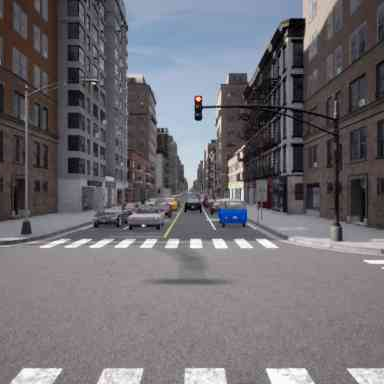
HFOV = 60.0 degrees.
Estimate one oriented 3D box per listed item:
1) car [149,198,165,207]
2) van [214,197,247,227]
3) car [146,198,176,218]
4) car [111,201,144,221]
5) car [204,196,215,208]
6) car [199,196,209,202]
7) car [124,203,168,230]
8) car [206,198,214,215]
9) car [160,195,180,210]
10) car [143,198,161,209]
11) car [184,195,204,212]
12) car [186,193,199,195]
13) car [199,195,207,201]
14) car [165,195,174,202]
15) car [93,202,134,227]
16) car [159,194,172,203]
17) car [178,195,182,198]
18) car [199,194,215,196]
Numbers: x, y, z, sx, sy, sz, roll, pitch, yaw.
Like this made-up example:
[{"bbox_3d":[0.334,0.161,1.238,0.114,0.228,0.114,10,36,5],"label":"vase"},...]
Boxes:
[{"bbox_3d":[-5.347,1.556,50.858,1.947,1.339,4.313,0,0,0],"label":"car"},{"bbox_3d":[2.655,1.340,22.450,1.690,1.788,3.998,0,0,0],"label":"van"},{"bbox_3d":[-2.822,1.562,30.299,1.994,1.385,4.181,0,0,0],"label":"car"},{"bbox_3d":[-5.365,1.543,28.130,1.887,1.381,4.507,0,0,0],"label":"car"},{"bbox_3d":[2.674,1.576,45.176,1.802,1.307,4.206,0,0,0],"label":"car"},{"bbox_3d":[2.696,1.524,73.582,2.008,1.369,4.403,0,0,0],"label":"car"},{"bbox_3d":[-2.803,1.600,21.155,1.895,1.301,4.718,0,0,-1],"label":"car"},{"bbox_3d":[2.664,1.580,33.813,1.802,1.307,4.206,0,0,0],"label":"car"},{"bbox_3d":[-2.811,1.474,39.946,1.882,1.535,5.008,0,0,0],"label":"car"},{"bbox_3d":[-5.352,1.520,45.006,1.752,1.417,4.829,0,0,0],"label":"car"},{"bbox_3d":[0.127,1.475,38.314,1.882,1.535,5.008,0,0,0],"label":"car"},{"bbox_3d":[0.150,1.469,66.181,2.128,1.511,4.902,0,0,0],"label":"car"},{"bbox_3d":[2.706,1.531,84.945,1.947,1.339,4.313,0,0,0],"label":"car"},{"bbox_3d":[-5.324,1.410,79.266,1.967,1.590,4.097,0,0,0],"label":"car"},{"bbox_3d":[-5.370,1.550,22.448,2.008,1.369,4.403,0,0,0],"label":"car"},{"bbox_3d":[-5.333,1.293,67.903,2.192,1.841,5.009,0,0,0],"label":"car"},{"bbox_3d":[-2.770,1.592,50.051,1.895,1.301,4.718,0,0,0],"label":"car"},{"bbox_3d":[2.678,1.305,50.857,2.192,1.841,5.009,0,0,0],"label":"car"}]
